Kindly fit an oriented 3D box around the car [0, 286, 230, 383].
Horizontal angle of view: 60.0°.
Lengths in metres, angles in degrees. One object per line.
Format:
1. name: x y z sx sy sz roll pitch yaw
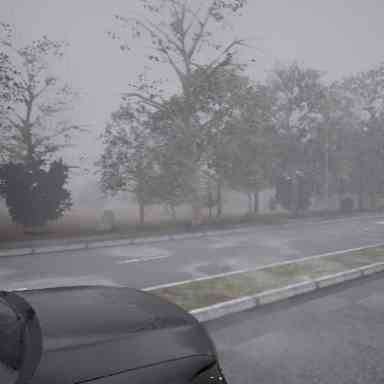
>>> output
1. car: -2.277 1.221 1.491 5.566 2.045 2.150 0 0 -35
